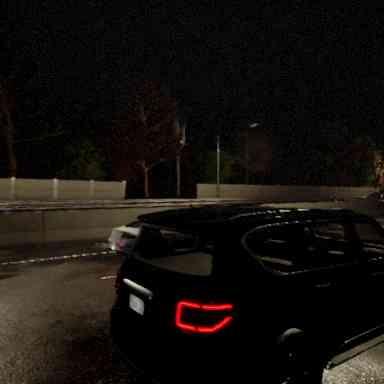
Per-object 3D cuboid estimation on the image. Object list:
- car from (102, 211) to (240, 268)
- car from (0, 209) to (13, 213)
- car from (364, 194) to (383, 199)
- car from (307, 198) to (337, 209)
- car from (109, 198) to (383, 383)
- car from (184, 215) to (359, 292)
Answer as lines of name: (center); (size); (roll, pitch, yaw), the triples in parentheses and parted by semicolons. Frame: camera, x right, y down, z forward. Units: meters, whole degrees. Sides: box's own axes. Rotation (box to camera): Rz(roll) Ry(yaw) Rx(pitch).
car: (-0.613, 1.525, 11.910); (4.674, 1.442, 1.812); (0, 0, -36)
car: (-11.500, 1.480, 17.285); (5.008, 1.535, 1.882); (0, 0, -36)
car: (23.412, 1.235, 42.166); (5.566, 2.045, 2.150); (0, 0, -35)
car: (18.493, 1.576, 47.247); (4.181, 1.385, 1.994); (0, 0, -35)
car: (1.626, 1.221, 4.908); (5.566, 2.045, 2.150); (0, 0, -36)
car: (2.555, 1.546, 9.871); (5.357, 1.411, 2.033); (0, 0, -36)
